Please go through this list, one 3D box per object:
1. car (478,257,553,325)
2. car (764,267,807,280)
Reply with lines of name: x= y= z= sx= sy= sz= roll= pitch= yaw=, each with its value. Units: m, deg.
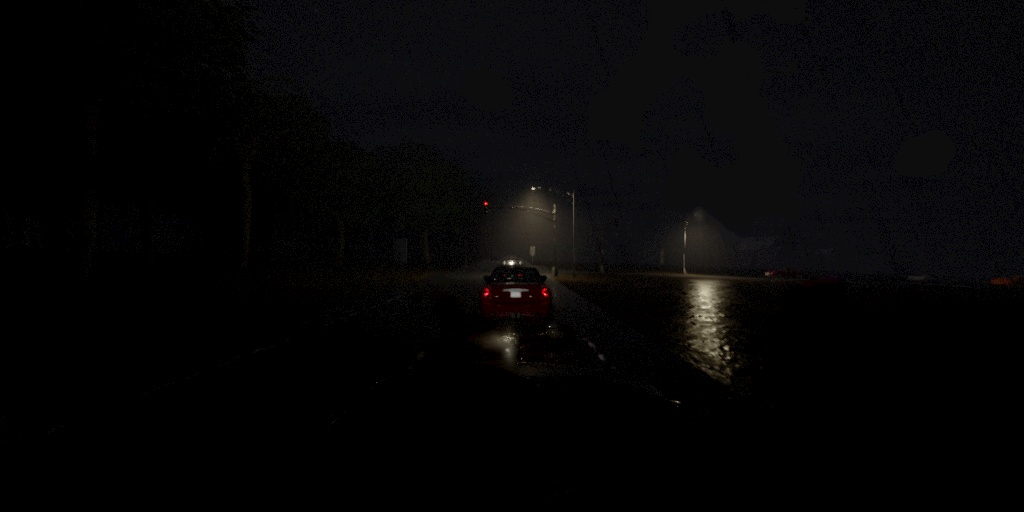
car: x=0.102 y=1.043 z=11.770 sx=2.097 sy=1.767 sz=4.553 roll=0 pitch=0 yaw=0
car: x=34.080 y=2.155 z=44.735 sx=4.674 sy=1.442 sz=1.812 roll=2 pitch=0 yaw=0
